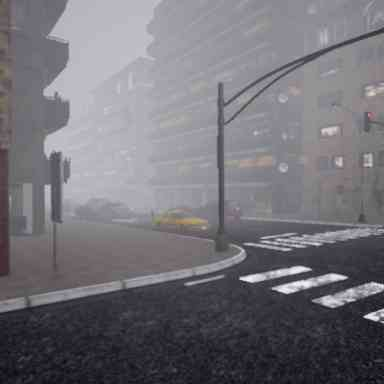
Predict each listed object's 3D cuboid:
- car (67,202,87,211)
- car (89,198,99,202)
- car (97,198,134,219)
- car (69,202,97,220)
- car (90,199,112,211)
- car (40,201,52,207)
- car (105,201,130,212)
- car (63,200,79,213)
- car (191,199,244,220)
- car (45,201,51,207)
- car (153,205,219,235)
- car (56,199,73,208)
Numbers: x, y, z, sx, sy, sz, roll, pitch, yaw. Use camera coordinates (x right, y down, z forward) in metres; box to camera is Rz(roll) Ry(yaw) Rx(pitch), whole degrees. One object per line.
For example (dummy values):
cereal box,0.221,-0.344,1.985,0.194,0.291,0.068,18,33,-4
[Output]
car,-19.442,2.447,56.118,1.994,1.385,4.181,-1,-1,-36
car,-13.911,1.936,48.600,2.150,2.045,5.566,-1,-1,-36
car,-7.904,1.836,34.994,2.097,1.767,4.553,-1,-1,-36
car,-10.839,2.079,34.598,1.887,1.381,4.507,-2,0,-36
car,-15.354,2.158,55.786,2.097,1.767,4.553,-1,-1,-36
car,-37.438,3.023,85.359,1.947,1.339,4.313,-2,0,-36
car,-11.333,2.141,50.324,1.801,1.575,5.366,-1,-1,-36
car,-18.926,2.331,50.308,2.128,1.511,4.902,-1,-1,-36
car,2.530,1.567,30.398,2.192,1.841,5.009,-2,0,-36
car,-34.112,2.905,80.776,1.887,1.381,4.507,-2,0,-36
car,-0.744,1.748,20.720,1.752,1.417,4.829,-2,0,-36
car,-27.456,2.478,71.616,2.192,1.841,5.009,-2,0,-36
